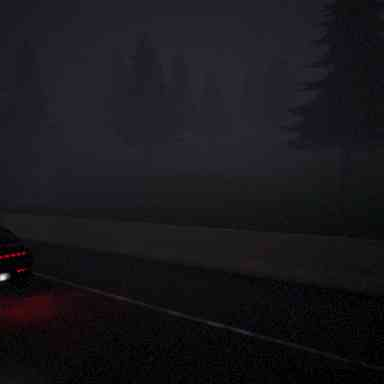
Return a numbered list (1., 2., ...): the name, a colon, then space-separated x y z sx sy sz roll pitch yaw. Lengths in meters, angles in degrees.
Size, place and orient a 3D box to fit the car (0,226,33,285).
1. car: -5.961 1.583 8.659 4.892 1.490 1.837 0 0 39
